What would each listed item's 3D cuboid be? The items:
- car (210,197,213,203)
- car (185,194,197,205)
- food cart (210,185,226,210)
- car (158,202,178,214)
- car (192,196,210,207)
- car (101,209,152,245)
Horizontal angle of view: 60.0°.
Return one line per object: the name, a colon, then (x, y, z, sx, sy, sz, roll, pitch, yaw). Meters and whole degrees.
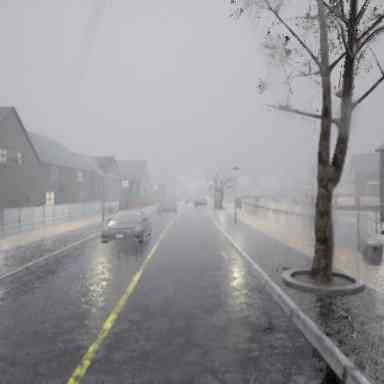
car: (3.259, 1.695, 71.077, 1.882, 1.535, 5.008, 0, 0, 15)
car: (0.025, 1.494, 67.899, 2.150, 2.045, 5.566, 0, 0, 7)
food cart: (3.959, 0.735, 50.308, 2.280, 3.560, 4.660, 1, 0, 5)
car: (-2.648, 1.762, 37.326, 1.994, 1.385, 4.181, 0, 0, 2)
car: (1.644, 1.896, 58.360, 1.895, 1.301, 4.718, 0, 0, 6)
car: (-3.023, 1.592, 16.177, 1.812, 1.442, 4.674, 0, 0, 0)
